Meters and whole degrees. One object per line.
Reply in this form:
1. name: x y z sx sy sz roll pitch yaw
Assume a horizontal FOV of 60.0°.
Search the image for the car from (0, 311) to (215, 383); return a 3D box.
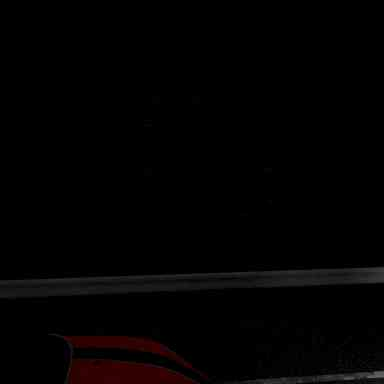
1. car: -1.856 1.352 1.660 4.553 1.767 2.097 0 0 -6
